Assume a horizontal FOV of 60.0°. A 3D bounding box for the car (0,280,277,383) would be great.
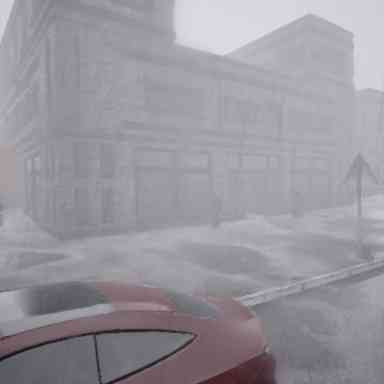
[{"bbox_3d":[-1.346,1.524,2.418,4.674,1.442,1.812,0,0,-36],"label":"car"}]
